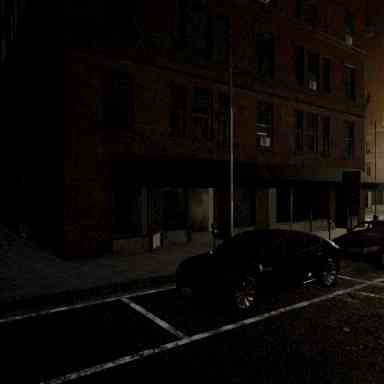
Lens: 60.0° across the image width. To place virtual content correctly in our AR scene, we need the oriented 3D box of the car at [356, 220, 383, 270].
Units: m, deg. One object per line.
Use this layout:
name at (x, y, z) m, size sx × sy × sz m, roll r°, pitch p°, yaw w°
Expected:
car at (6.173, 1.582, 10.894) m, size 4.206 × 1.307 × 1.802 m, roll 0°, pitch 0°, yaw -35°

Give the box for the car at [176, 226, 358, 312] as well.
car at (1.683, 1.566, 7.714) m, size 4.313 × 1.339 × 1.947 m, roll 0°, pitch 0°, yaw -35°
